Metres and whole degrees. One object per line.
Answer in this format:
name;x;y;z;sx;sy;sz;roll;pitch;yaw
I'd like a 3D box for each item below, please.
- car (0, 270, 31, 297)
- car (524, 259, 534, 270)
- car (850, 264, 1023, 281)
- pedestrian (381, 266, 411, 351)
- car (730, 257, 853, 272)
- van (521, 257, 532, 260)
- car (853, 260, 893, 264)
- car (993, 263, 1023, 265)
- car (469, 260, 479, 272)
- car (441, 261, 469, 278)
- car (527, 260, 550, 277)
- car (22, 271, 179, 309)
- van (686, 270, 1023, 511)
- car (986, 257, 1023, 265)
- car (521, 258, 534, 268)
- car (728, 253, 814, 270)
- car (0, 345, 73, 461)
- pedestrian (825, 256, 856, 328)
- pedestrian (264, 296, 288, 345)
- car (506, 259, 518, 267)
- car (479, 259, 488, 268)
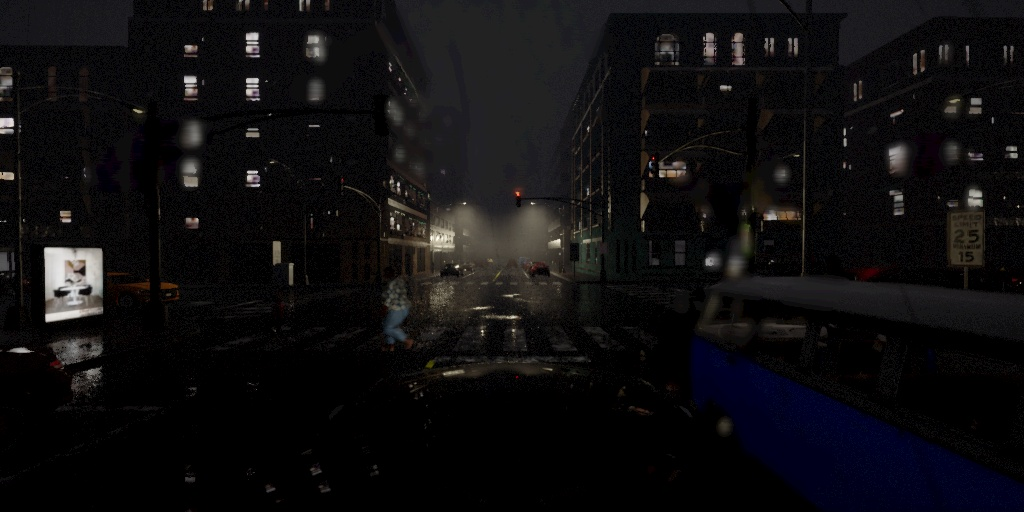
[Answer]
car;-30.258;1.573;21.565;4.097;1.591;1.967;0;0;0
car;2.695;1.319;40.123;1.948;1.339;4.313;0;0;0
car;15.795;1.097;13.377;4.313;1.339;1.948;0;0;0
pedestrian;-2.373;1.043;7.367;0.375;1.860;0.375;0;0;0
car;14.801;1.004;19.157;4.892;1.490;1.837;-1;0;0
van;2.698;1.102;56.693;1.690;1.789;3.998;0;0;0
car;21.346;0.930;21.797;4.507;1.381;1.888;0;0;0
car;21.365;1.032;13.416;4.207;1.307;1.802;0;0;0
car;-5.685;1.321;45.661;1.948;1.339;4.313;0;0;0
car;-5.687;1.317;34.613;1.948;1.339;4.313;0;0;0
car;2.694;1.333;34.600;1.802;1.307;4.207;0;0;0
car;-17.621;1.473;15.724;5.008;1.535;1.882;-1;0;-2
van;2.689;1.091;2.206;1.690;1.789;3.998;0;0;0
car;25.276;0.826;19.228;5.008;1.535;1.882;-1;0;0
car;2.697;1.303;51.170;1.888;1.381;4.507;0;0;0
car;15.775;0.780;21.758;5.009;1.841;2.192;0;0;0
car;-5.693;1.332;2.208;1.802;1.307;4.207;0;0;0
pedestrian;6.042;0.890;6.727;0.375;1.860;0.375;0;0;0
pedestrian;-5.190;1.043;7.964;0.375;1.860;0.375;0;0;0
car;0.009;1.291;64.056;1.812;1.442;4.674;0;0;0
car;-5.682;1.310;62.231;1.888;1.381;4.507;0;0;0
